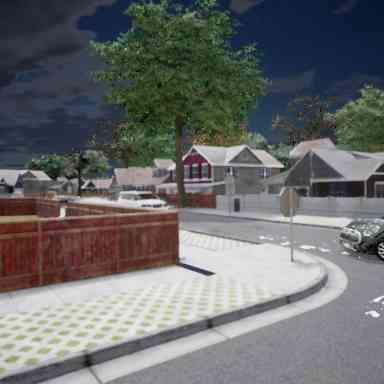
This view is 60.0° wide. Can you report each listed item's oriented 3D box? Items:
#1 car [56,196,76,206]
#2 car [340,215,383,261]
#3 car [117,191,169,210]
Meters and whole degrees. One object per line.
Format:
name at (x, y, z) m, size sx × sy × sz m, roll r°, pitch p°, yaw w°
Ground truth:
car at (-17.010, 1.189, 44.877) m, size 1.895 × 1.301 × 4.718 m, roll -2°, pitch 1°, yaw -33°
car at (7.427, 1.196, 11.031) m, size 4.553 × 1.767 × 2.097 m, roll 0°, pitch 0°, yaw 1°
car at (-3.961, 0.961, 25.865) m, size 2.150 × 2.045 × 5.566 m, roll -2°, pitch 1°, yaw -35°
